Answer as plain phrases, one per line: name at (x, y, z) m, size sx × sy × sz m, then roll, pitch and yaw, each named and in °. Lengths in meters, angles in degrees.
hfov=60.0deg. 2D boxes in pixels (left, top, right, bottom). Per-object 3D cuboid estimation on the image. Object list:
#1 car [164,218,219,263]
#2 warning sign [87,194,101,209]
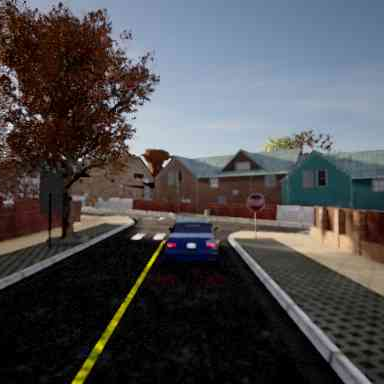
car at (0.042, 1.690, 12.541) m, size 2.033 × 1.411 × 5.357 m, roll 0°, pitch -1°, yaw 2°
warning sign at (-12.335, 1.155, 41.968) m, size 1.060 × 1.860 × 1.300 m, roll -1°, pitch 0°, yaw 32°
